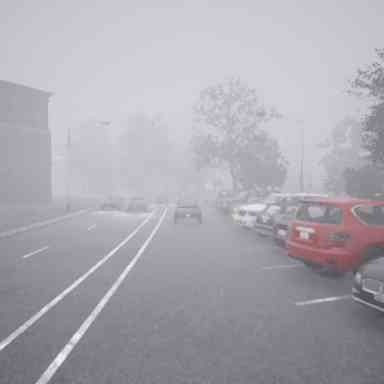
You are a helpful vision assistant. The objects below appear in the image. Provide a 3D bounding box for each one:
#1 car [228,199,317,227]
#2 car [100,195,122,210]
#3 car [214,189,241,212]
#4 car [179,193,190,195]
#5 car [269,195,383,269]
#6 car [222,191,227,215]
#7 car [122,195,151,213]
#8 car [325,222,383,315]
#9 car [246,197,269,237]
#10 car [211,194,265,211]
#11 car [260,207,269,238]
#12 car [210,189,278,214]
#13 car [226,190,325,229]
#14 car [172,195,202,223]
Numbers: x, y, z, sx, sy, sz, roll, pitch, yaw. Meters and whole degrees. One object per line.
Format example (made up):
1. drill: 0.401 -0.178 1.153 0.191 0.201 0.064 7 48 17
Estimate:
1. car: 5.164 1.262 21.183 5.366 1.575 1.946 0 1 -22
2. car: -7.777 1.005 33.310 2.033 1.411 5.357 0 1 -3
3. car: 4.769 0.864 27.019 5.566 2.045 2.435 0 2 -22
4. car: -0.912 0.828 40.005 2.033 1.411 5.357 0 1 1
5. car: 5.285 1.199 9.219 5.566 2.045 2.435 1 0 -21
6. car: 4.929 1.068 24.081 4.553 1.767 2.185 0 2 -22
7. car: -4.891 1.033 30.693 1.837 1.490 4.892 0 1 -2
8. car: 5.300 1.472 6.230 4.892 1.521 2.231 1 1 -21
9. car: 5.123 1.252 15.142 4.553 1.767 2.185 0 1 -22
10. car: 4.537 0.959 32.981 4.892 1.521 2.231 0 1 -23
11. car: 5.235 1.449 12.196 4.792 1.488 2.163 0 0 -21
12. car: 4.700 0.785 30.019 5.566 2.045 2.435 0 1 -23
13. car: 5.056 1.075 18.109 5.566 2.045 2.435 0 2 -22
14. car: -0.333 1.216 23.151 2.128 1.511 4.902 0 1 -2
